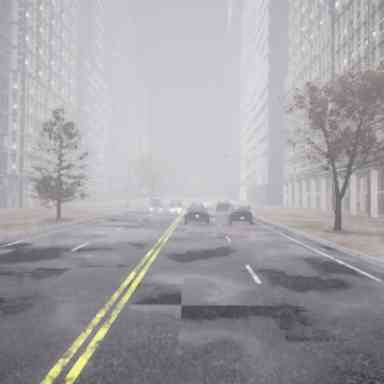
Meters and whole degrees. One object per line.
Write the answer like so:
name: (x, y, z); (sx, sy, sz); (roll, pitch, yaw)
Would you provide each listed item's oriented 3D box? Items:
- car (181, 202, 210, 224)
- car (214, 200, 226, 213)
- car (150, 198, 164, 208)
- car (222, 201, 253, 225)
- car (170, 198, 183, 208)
car: (0.418, 1.741, 26.482); (1.994, 1.385, 4.181); (0, 0, 1)
car: (3.896, 1.782, 41.949); (1.882, 1.535, 5.008); (0, 0, 1)
car: (-5.790, 1.822, 55.435); (1.837, 1.490, 4.892); (0, 0, 1)
car: (3.670, 1.726, 26.243); (1.812, 1.442, 4.674); (0, 0, 1)
car: (-2.538, 1.835, 55.494); (2.128, 1.511, 4.902); (0, 0, 1)
